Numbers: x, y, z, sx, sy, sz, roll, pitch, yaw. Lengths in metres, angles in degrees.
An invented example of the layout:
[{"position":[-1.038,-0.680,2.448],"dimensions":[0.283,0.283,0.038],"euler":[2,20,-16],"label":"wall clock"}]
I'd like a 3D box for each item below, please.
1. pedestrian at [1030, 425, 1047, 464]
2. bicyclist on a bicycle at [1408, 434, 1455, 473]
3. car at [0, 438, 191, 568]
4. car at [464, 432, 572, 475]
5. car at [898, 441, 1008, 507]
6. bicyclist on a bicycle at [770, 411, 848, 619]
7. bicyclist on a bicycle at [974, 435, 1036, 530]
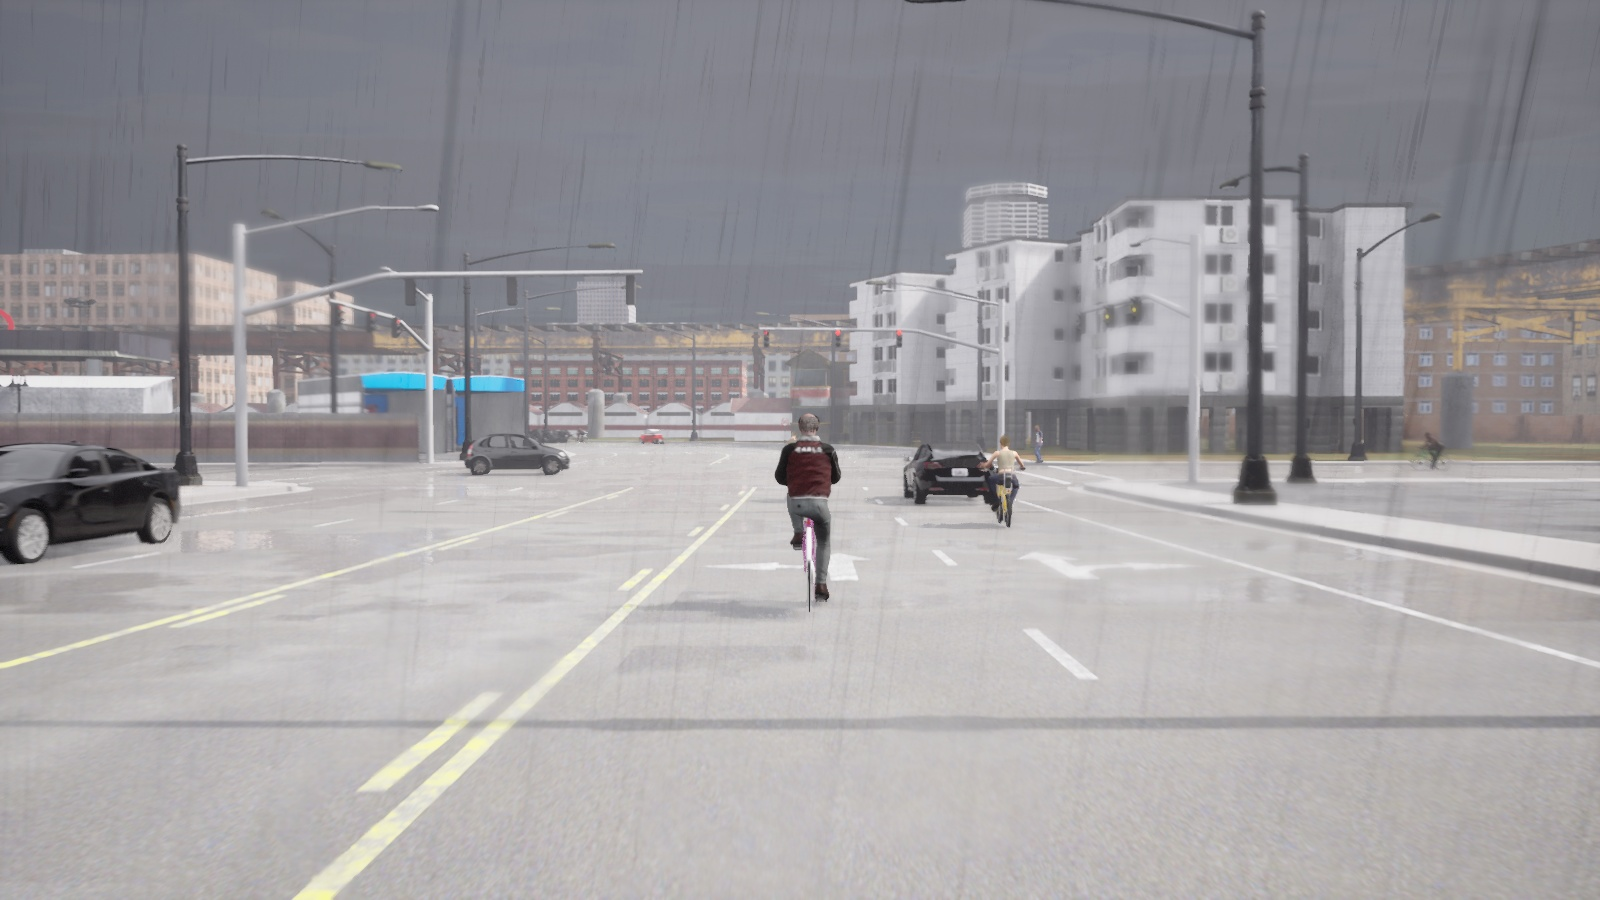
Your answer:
[{"position":[11.199,-0.278,58.989],"dimensions":[0.706,1.836,0.354],"euler":[0,1,-2],"label":"pedestrian"},{"position":[26.162,0.140,52.057],"dimensions":[1.656,1.620,0.582],"euler":[0,1,-1],"label":"bicyclist on a bicycle"},{"position":[-10.389,0.617,16.955],"dimensions":[1.882,1.535,5.008],"euler":[0,0,0],"label":"car"},{"position":[-10.912,0.107,48.824],"dimensions":[3.988,1.617,1.851],"euler":[0,1,-11],"label":"car"},{"position":[3.697,0.535,31.212],"dimensions":[2.163,1.488,4.792],"euler":[0,1,0],"label":"car"},{"position":[0.082,0.550,11.638],"dimensions":[0.659,1.776,1.843],"euler":[0,1,0],"label":"bicyclist on a bicycle"},{"position":[3.642,0.553,22.424],"dimensions":[0.866,1.612,1.509],"euler":[0,1,1],"label":"bicyclist on a bicycle"}]
